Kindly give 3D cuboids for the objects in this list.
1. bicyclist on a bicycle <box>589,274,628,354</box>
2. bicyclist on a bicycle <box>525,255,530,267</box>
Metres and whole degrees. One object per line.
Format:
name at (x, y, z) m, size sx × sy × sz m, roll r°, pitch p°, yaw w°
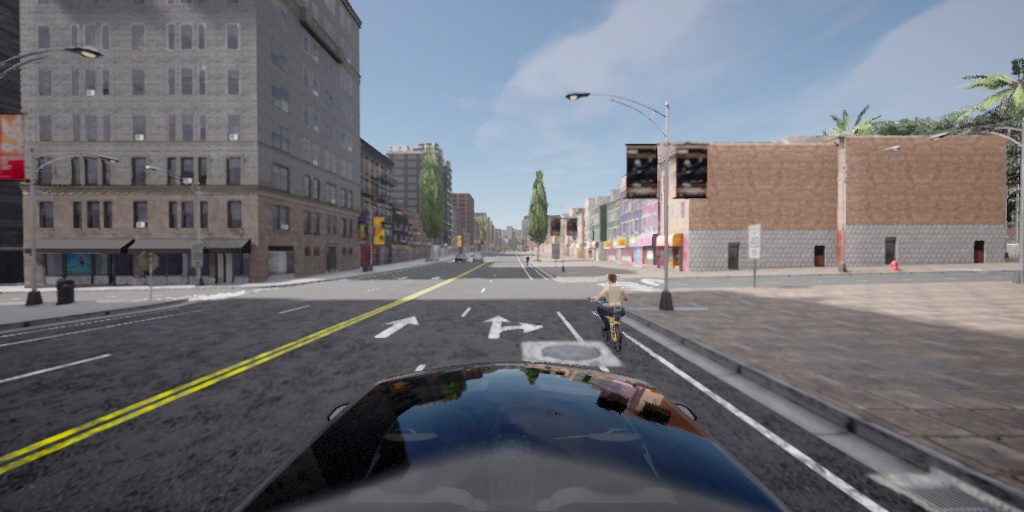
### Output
bicyclist on a bicycle at (2.155, 1.184, 7.797) m, size 0.866 × 1.612 × 1.509 m, roll 0°, pitch 0°, yaw 0°
bicyclist on a bicycle at (2.257, 0.710, 52.044) m, size 0.659 × 1.776 × 1.843 m, roll 0°, pitch 1°, yaw 0°
